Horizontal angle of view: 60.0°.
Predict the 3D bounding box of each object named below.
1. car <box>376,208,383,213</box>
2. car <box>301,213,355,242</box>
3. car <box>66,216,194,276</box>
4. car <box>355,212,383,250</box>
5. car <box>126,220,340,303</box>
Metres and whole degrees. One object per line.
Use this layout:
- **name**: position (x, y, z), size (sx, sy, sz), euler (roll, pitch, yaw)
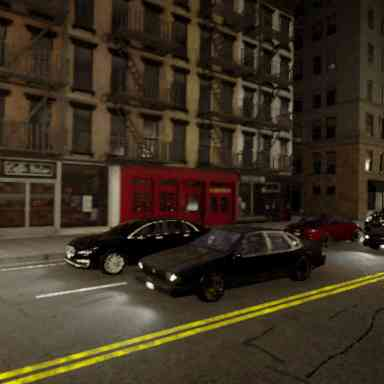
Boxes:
- **car**: position (12.740, 1.628, 20.642), size (4.553, 1.767, 2.097), euler (1, -1, -36)
- **car**: position (6.355, 1.743, 16.114), size (4.181, 1.385, 1.994), euler (1, -1, -35)
- **car**: position (-1.427, 1.567, 10.640), size (4.892, 1.490, 1.837), euler (1, -1, -35)
- **car**: position (9.555, 1.746, 14.377), size (5.357, 1.411, 2.033), euler (1, -1, -36)
- **car**: position (1.286, 1.621, 8.581), size (5.357, 1.411, 2.033), euler (1, -1, -36)
